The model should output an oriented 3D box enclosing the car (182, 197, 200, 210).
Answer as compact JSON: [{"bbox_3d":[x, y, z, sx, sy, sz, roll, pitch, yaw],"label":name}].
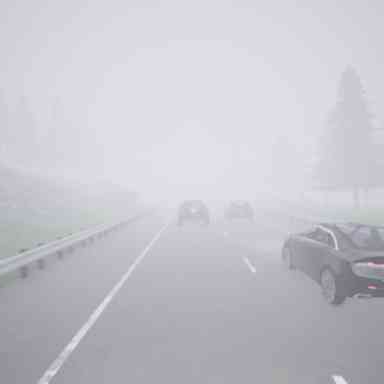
[{"bbox_3d":[-0.211,1.391,41.830,2.128,1.511,4.902,0,0,-2],"label":"car"}]

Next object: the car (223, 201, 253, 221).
[{"bbox_3d":[3.591,1.429,26.287,2.128,1.511,4.902,0,0,0],"label":"car"}]

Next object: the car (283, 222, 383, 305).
[{"bbox_3d":[3.603,1.472,7.992,2.128,1.511,4.902,0,0,0],"label":"car"}]

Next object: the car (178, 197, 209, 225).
[{"bbox_3d":[0.101,1.295,23.833,2.097,1.767,4.553,0,0,0],"label":"car"}]
